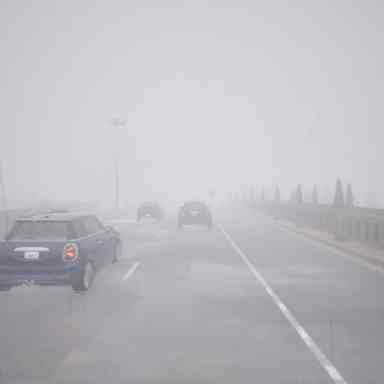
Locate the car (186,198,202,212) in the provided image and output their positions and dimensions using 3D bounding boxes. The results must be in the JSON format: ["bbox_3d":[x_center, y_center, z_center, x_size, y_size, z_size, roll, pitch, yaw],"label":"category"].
[{"bbox_3d":[0.227,1.509,40.234,1.882,1.535,5.008,0,-1,0],"label":"car"}]

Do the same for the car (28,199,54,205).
[{"bbox_3d":[-17.379,1.524,38.705,2.128,1.511,4.902,0,0,0],"label":"car"}]

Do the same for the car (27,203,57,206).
[{"bbox_3d":[-6.850,1.497,16.190,1.837,1.490,4.892,0,0,0],"label":"car"}]

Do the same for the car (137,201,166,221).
[{"bbox_3d":[-3.316,1.501,27.162,1.837,1.490,4.892,0,0,0],"label":"car"}]

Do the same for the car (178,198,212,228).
[{"bbox_3d":[0.168,1.352,22.155,2.097,1.767,4.553,0,0,0],"label":"car"}]

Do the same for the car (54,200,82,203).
[{"bbox_3d":[-13.879,1.600,38.694,1.994,1.385,4.181,0,0,0],"label":"car"}]

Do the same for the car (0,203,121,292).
[{"bbox_3d":[-3.364,1.348,9.103,2.097,1.767,4.553,0,0,0],"label":"car"}]
